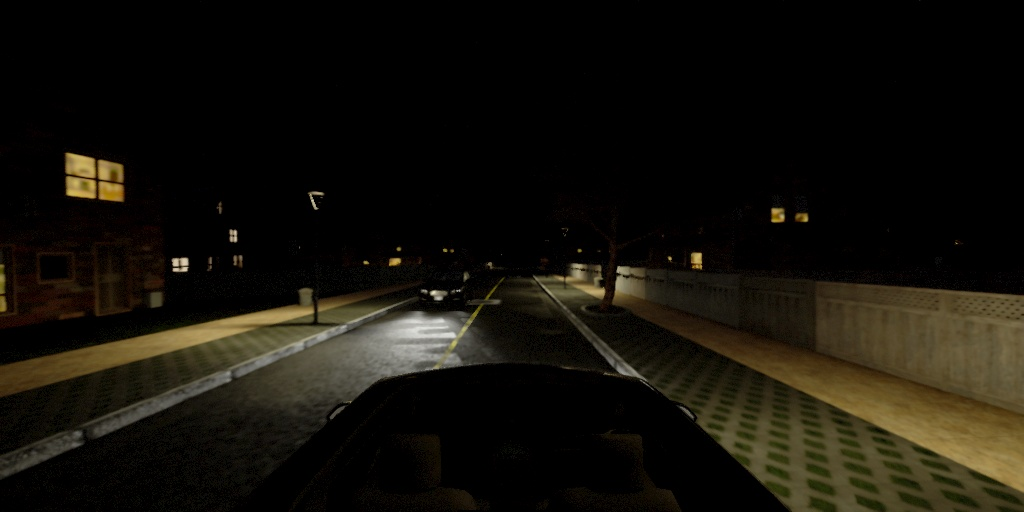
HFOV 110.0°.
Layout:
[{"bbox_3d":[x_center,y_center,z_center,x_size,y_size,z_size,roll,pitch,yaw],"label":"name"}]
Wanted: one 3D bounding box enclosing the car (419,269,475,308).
[{"bbox_3d":[-2.761,1.364,16.051,2.128,1.511,4.902,0,-1,1],"label":"car"}]
